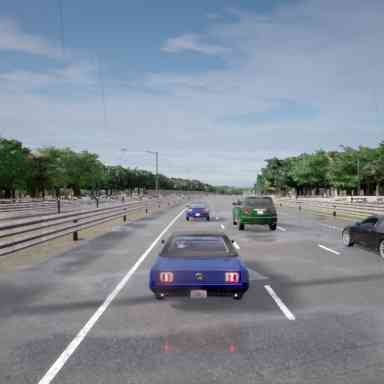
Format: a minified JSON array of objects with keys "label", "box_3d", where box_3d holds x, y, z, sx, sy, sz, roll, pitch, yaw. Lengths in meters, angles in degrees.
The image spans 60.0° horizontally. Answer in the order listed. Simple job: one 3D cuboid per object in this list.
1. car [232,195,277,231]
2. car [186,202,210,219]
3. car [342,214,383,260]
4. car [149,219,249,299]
[{"label":"car","box_3d":[3.828,1.222,20.953,2.150,2.045,5.566,0,0,2]},{"label":"car","box_3d":[0.484,1.526,27.252,1.812,1.442,4.674,0,0,1]},{"label":"car","box_3d":[7.196,1.525,12.098,1.812,1.442,4.674,0,0,1]},{"label":"car","box_3d":[0.148,1.600,8.369,1.895,1.301,4.718,0,0,0]}]
